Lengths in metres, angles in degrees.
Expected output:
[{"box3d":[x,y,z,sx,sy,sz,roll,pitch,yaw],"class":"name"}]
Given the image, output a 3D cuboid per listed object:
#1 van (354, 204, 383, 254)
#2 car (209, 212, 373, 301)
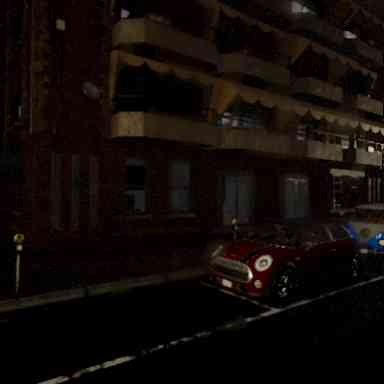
[{"box3d":[7.020,1.289,11.539,3.998,1.788,1.690,0,1,-35],"class":"van"},{"box3d":[2.379,1.412,8.234,4.097,1.590,1.967,0,1,-35],"class":"car"}]
